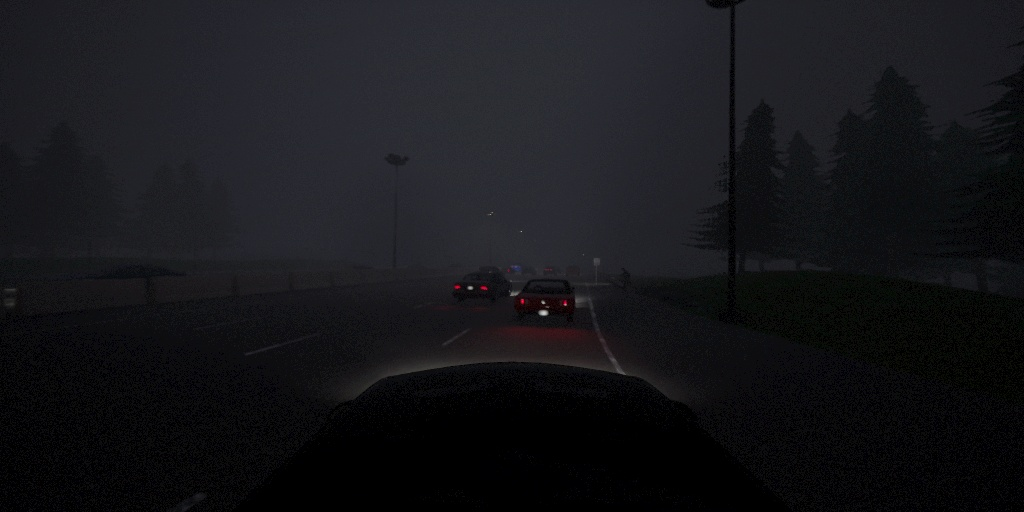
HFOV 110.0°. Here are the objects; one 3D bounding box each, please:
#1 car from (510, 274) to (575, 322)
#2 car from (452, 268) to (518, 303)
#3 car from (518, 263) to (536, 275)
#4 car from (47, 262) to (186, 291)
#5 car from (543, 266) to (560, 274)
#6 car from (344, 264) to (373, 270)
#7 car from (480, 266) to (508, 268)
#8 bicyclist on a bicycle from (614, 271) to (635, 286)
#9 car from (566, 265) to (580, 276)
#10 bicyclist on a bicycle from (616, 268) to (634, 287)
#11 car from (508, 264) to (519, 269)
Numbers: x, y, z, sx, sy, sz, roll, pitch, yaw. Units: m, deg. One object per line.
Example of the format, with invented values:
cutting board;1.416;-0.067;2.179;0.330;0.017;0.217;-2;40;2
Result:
car;1.354;1.490;13.149;1.895;1.301;4.718;1;-1;10
car;-1.331;1.478;17.948;2.033;1.411;5.357;1;-1;11
car;2.729;2.316;57.844;1.812;1.442;4.674;1;-1;11
car;-19.367;1.141;17.902;1.882;1.535;5.008;1;-1;11
car;6.077;2.325;56.727;1.837;1.490;4.892;1;-1;11
car;-15.863;1.657;35.969;1.895;1.301;4.718;1;-1;11
car;-2.008;1.714;32.861;1.837;1.490;4.892;1;-2;11
bicyclist on a bicycle;10.144;2.044;32.340;1.656;0.582;1.620;7;18;11
car;9.589;2.222;56.443;2.097;1.767;4.553;1;-1;11
bicyclist on a bicycle;9.839;1.842;31.329;1.656;1.620;0.582;4;-1;11
car;-0.711;2.350;58.496;1.895;1.301;4.718;1;-1;11
